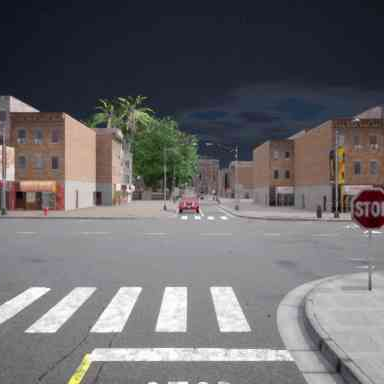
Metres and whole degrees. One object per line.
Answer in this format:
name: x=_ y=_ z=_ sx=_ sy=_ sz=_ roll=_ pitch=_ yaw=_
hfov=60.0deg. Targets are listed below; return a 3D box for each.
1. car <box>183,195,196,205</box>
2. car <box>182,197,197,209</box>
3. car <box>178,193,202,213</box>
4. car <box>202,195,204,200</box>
car: x=-0.404 y=1.384 z=58.146 sx=2.097 sy=1.767 sz=4.553 roll=0 pitch=0 yaw=0
car: x=-0.362 y=1.523 z=47.744 sx=2.128 sy=1.511 sz=4.902 roll=0 pitch=0 yaw=0
car: x=-0.312 y=1.252 z=37.347 sx=2.150 sy=2.045 sz=5.566 roll=0 pitch=0 yaw=0
car: x=2.466 y=1.596 z=95.605 sx=1.947 sy=1.339 sz=4.313 roll=0 pitch=0 yaw=0
